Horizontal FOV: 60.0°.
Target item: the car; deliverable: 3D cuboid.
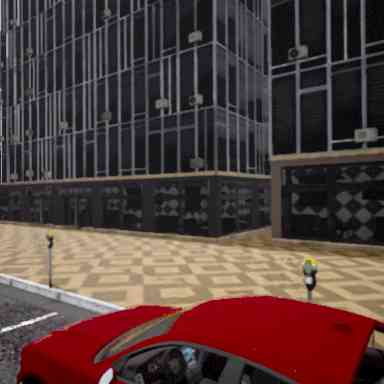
[{"bbox_3d":[0.377,1.555,2.608,4.507,1.381,1.887,-1,0,36],"label":"car"}]
